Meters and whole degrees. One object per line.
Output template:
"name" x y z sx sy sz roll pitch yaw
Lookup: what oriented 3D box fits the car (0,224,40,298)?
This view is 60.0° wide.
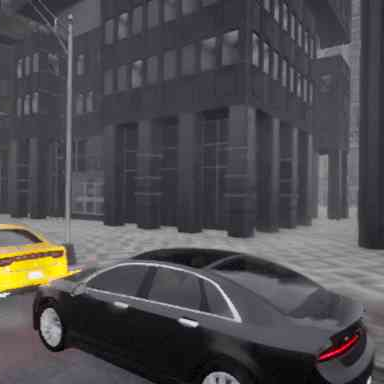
"car" -5.123 1.515 8.134 5.008 1.535 1.882 0 -1 36

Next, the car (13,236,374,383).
"car" -0.287 1.539 4.581 4.892 1.490 1.837 0 -1 36
